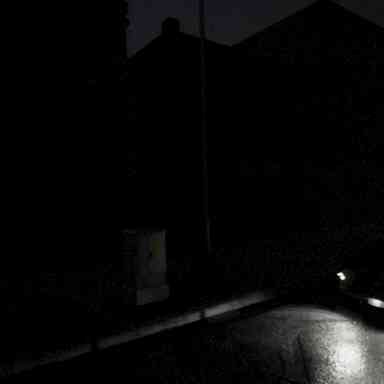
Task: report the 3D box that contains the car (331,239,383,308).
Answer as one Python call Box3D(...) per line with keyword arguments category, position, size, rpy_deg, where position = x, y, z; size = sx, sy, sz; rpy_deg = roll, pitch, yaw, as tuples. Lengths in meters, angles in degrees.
Box3D(category="car", position=(5.256, 1.401, 7.133), size=(5.357, 1.411, 2.033), rpy_deg=(-2, 1, -36))
